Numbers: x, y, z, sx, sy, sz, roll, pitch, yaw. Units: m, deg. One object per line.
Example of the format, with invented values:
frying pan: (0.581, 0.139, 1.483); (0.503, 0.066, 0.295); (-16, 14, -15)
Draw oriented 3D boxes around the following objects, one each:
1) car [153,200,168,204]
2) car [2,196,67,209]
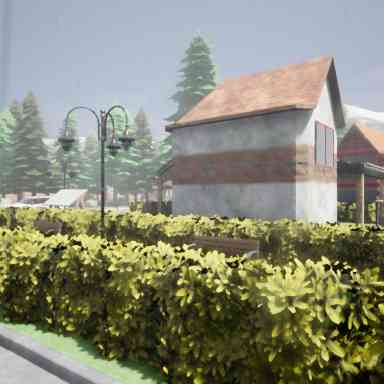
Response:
car: (-4.257, 1.688, 42.046); (1.812, 1.442, 4.674); (0, 0, 38)
car: (-13.725, 1.384, 29.124); (2.150, 2.045, 5.566); (0, 0, 36)
